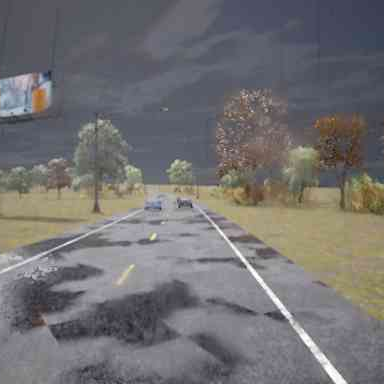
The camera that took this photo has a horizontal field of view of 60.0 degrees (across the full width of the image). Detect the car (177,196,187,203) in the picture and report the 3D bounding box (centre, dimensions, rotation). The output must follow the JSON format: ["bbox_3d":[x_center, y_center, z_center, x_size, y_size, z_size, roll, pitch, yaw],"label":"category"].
[{"bbox_3d":[-1.956,1.374,63.385,1.895,1.301,4.718,0,0,-4],"label":"car"}]

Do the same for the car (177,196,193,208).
[{"bbox_3d":[-0.927,1.379,44.529,1.812,1.442,4.674,0,0,-2],"label":"car"}]

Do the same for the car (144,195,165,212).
[{"bbox_3d":[-4.336,1.409,37.738,1.812,1.442,4.674,0,0,-2],"label":"car"}]
